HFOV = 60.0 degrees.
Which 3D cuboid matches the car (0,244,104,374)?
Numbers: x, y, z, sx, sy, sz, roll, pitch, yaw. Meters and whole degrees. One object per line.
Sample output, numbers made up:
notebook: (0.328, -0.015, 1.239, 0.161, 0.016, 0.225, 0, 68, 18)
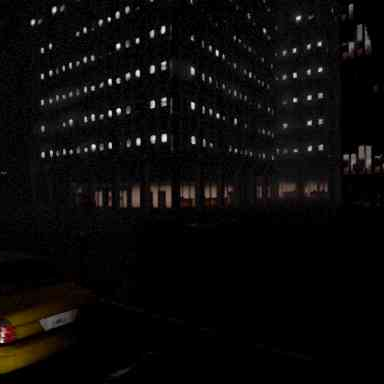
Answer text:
car: (-3.483, 1.507, 5.371, 4.829, 1.417, 1.752, 0, -1, 36)
